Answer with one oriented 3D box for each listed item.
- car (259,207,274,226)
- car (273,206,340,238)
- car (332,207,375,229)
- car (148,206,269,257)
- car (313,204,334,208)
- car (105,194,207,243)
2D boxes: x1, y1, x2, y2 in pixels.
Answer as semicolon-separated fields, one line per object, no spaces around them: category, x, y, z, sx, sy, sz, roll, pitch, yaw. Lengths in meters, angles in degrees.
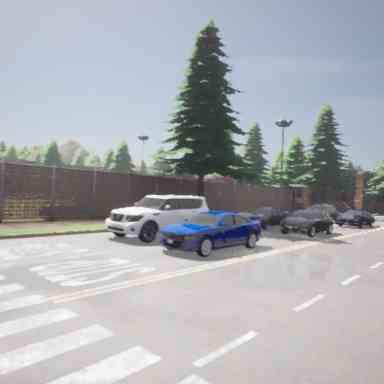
car;5.351;1.798;23.720;2.033;1.411;5.357;3;0;41
car;7.141;1.845;20.445;1.837;1.490;4.892;3;0;41
car;13.924;2.217;28.104;2.033;1.411;5.357;3;0;41
car;0.900;1.514;13.348;1.882;1.535;5.008;3;0;41
car;12.107;1.930;31.266;2.097;1.767;4.553;3;0;43
car;-1.388;1.144;16.031;2.150;2.045;5.566;3;0;41
